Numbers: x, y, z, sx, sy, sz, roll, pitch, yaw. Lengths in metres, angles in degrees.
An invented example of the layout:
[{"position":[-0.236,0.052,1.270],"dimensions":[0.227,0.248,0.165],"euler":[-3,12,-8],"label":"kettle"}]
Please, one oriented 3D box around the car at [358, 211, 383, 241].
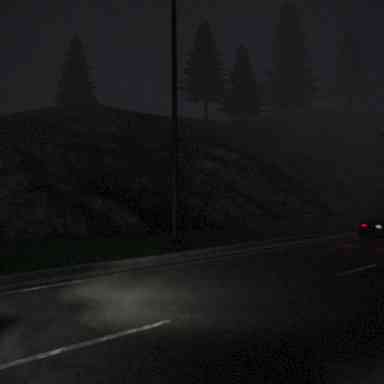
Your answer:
[{"position":[9.587,1.441,14.907],"dimensions":[5.357,1.411,2.033],"euler":[0,0,-36],"label":"car"}]
